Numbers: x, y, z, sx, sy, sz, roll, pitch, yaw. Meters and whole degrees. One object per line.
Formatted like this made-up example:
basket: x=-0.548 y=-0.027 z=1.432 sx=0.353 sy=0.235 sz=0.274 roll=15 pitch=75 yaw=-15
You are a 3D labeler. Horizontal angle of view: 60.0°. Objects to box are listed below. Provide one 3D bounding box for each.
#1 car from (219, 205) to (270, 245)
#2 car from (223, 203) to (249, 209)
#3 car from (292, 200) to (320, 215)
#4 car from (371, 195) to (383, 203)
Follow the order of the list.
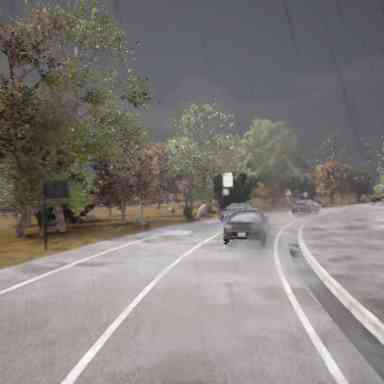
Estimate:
car: x=2.659 y=1.579 z=15.787 sx=1.812 sy=1.442 sz=4.674 roll=-1 pitch=-1 yaw=16
car: x=3.855 y=1.701 z=28.149 sx=2.128 sy=1.511 sz=4.902 roll=-3 pitch=-1 yaw=28
car: x=11.948 y=1.540 z=34.758 sx=2.128 sy=1.511 sz=4.902 roll=-4 pitch=-2 yaw=36
car: x=33.049 y=1.112 z=57.697 sx=4.718 sy=1.301 sz=1.895 roll=-4 pitch=-3 yaw=-33
